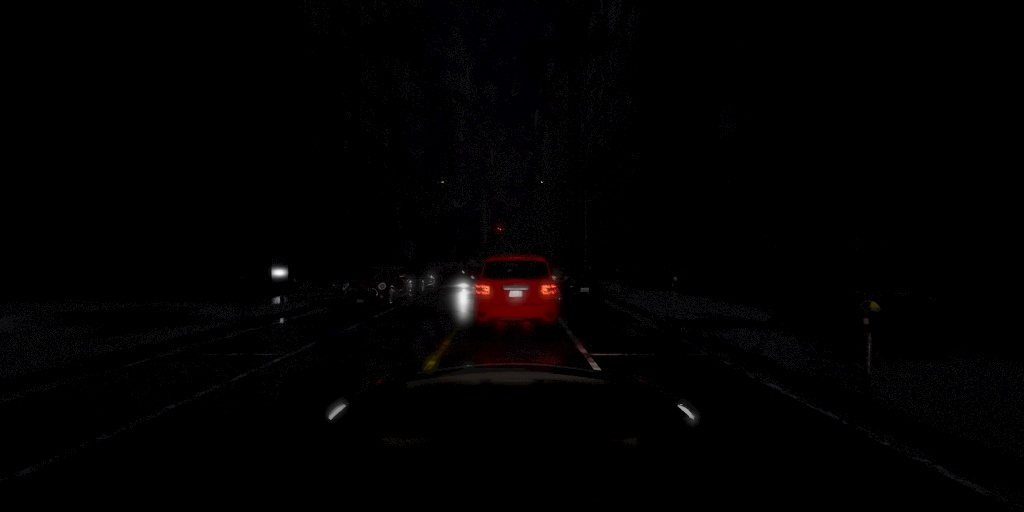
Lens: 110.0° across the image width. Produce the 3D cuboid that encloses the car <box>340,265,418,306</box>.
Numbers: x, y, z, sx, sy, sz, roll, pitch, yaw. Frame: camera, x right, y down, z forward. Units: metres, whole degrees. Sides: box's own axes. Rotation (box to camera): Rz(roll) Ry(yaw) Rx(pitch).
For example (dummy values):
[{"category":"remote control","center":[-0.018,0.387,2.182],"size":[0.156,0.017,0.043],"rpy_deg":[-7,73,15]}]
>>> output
[{"category":"car","center":[-5.758,1.188,15.623],"size":[1.967,1.591,4.097],"rpy_deg":[0,0,0]}]

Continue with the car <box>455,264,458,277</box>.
[{"category":"car","center":[-5.750,1.294,32.139],"size":[1.888,1.381,4.507],"rpy_deg":[0,0,0]}]

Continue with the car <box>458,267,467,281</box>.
[{"category":"car","center":[-2.988,1.353,29.731],"size":[1.895,1.301,4.718],"rpy_deg":[0,0,0]}]

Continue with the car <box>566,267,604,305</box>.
[{"category":"car","center":[2.768,1.314,15.619],"size":[1.948,1.339,4.313],"rpy_deg":[0,0,0]}]

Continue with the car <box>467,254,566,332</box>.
[{"category":"car","center":[0.106,0.970,10.981],"size":[2.150,2.045,5.566],"rpy_deg":[0,0,0]}]

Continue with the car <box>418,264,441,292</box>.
[{"category":"car","center":[-5.755,1.314,21.129],"size":[1.948,1.339,4.313],"rpy_deg":[0,0,0]}]

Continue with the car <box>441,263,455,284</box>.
[{"category":"car","center":[-5.753,1.299,26.634],"size":[2.007,1.370,4.403],"rpy_deg":[0,0,0]}]
